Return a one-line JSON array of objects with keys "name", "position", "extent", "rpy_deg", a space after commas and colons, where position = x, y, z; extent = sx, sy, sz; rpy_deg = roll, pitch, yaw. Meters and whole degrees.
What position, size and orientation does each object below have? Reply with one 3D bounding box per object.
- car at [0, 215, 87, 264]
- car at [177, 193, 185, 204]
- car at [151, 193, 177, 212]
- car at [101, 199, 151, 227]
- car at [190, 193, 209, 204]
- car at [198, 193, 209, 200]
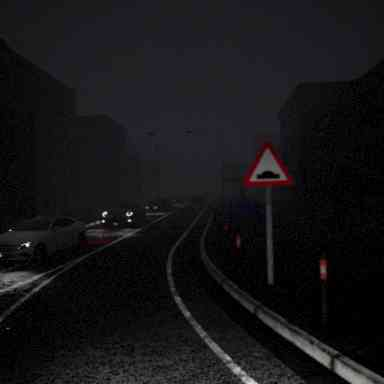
[{"name": "car", "position": [-5.623, 1.646, 12.597], "extent": [1.812, 1.442, 4.674], "rpy_deg": [-2, 0, 8]}, {"name": "car", "position": [-2.202, 0.935, 47.342], "extent": [2.128, 1.511, 4.902], "rpy_deg": [-2, 1, 5]}, {"name": "car", "position": [-3.337, 1.207, 35.007], "extent": [2.128, 1.511, 4.902], "rpy_deg": [-2, 1, 6]}, {"name": "car", "position": [-4.501, 1.337, 22.581], "extent": [2.097, 1.767, 4.553], "rpy_deg": [-2, 1, 5]}, {"name": "car", "position": [0.872, 0.846, 46.208], "extent": [1.882, 1.535, 5.008], "rpy_deg": [-2, 0, 5]}, {"name": "car", "position": [2.158, 0.801, 61.264], "extent": [1.895, 1.301, 4.718], "rpy_deg": [-2, 0, 5]}]
